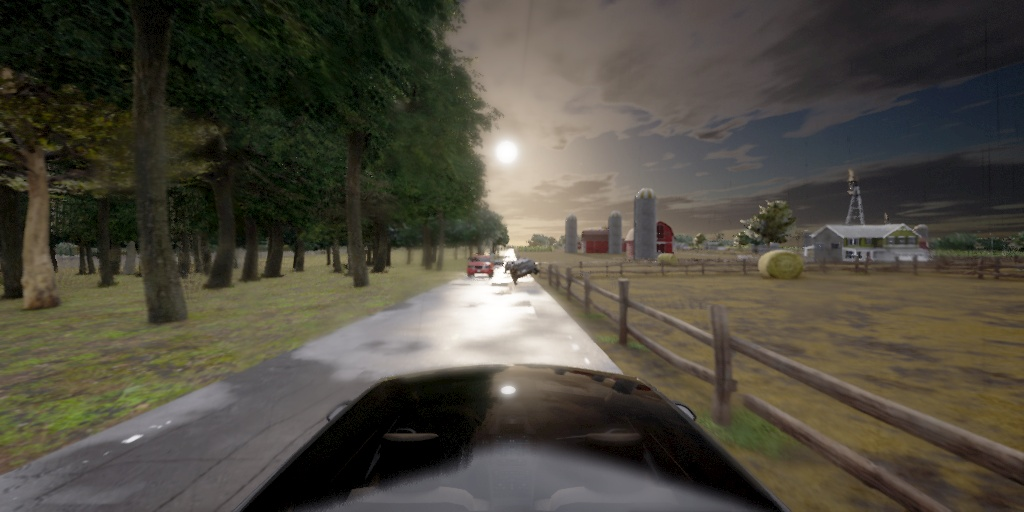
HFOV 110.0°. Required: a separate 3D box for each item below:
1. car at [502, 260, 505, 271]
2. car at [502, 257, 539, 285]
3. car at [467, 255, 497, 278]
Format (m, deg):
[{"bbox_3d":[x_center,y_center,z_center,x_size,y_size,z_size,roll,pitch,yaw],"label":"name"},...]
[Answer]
[{"bbox_3d":[0.010,1.280,45.186,1.837,1.490,4.892,0,0,1],"label":"car"},{"bbox_3d":[0.731,0.918,25.434,1.882,1.535,5.008,-24,-2,-1],"label":"car"},{"bbox_3d":[-2.847,0.945,33.675,2.150,2.045,5.566,0,0,0],"label":"car"}]
